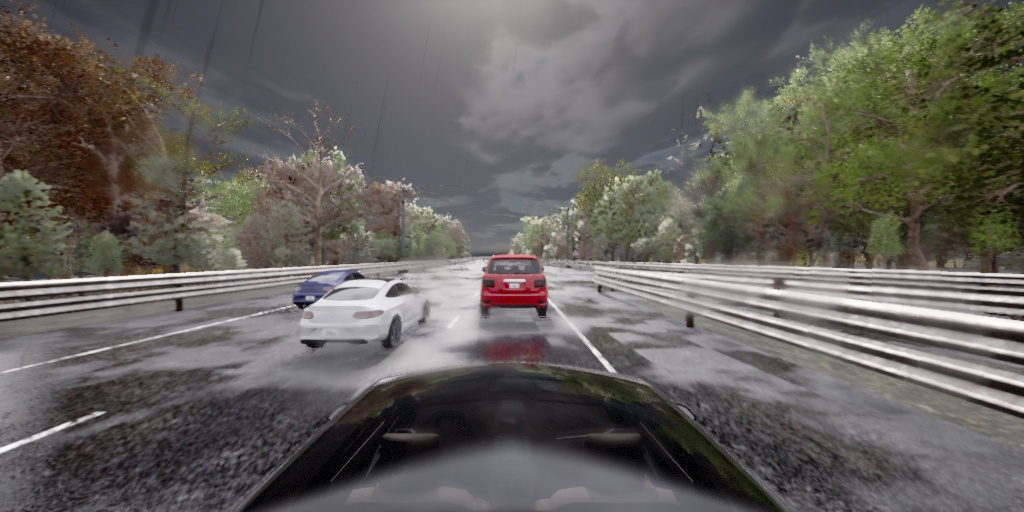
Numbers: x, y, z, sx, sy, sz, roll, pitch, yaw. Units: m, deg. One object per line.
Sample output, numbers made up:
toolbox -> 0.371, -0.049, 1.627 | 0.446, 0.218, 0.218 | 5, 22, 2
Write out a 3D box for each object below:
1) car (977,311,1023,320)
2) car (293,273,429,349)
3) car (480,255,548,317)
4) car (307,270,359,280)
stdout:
car -> 14.298, 1.348, 7.567 | 2.033, 1.411, 5.357 | 0, 0, -14
car -> -3.424, 1.281, 9.067 | 1.812, 1.442, 4.674 | 0, 0, 0
car -> 0.053, 0.979, 13.304 | 2.150, 2.045, 5.566 | 0, 0, 0
car -> -6.960, 1.287, 14.637 | 1.812, 1.442, 4.674 | 0, 0, 0
